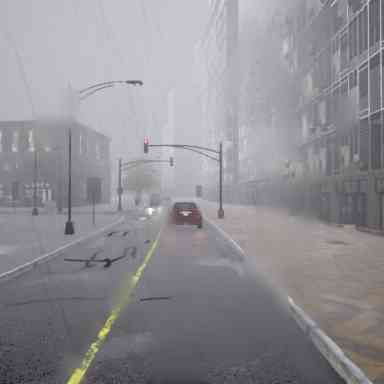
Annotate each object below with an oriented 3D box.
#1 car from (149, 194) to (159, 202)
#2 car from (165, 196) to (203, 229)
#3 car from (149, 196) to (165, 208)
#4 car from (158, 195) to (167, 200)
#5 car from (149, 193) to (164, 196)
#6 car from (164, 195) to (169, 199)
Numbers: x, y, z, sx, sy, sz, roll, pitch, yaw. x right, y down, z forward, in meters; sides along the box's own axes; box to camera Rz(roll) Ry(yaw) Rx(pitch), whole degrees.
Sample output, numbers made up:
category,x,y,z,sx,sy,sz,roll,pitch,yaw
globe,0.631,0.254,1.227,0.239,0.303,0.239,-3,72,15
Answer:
category,x,y,z,sx,sy,sz,roll,pitch,yaw
car,-9.033,1.324,78.537,2.097,1.767,4.553,0,0,-9
car,-0.532,1.356,21.928,2.097,1.767,4.553,0,0,-4
car,-5.236,1.594,48.071,1.895,1.301,4.718,0,0,-6
car,-7.786,1.405,87.671,1.895,1.301,4.718,0,0,-11
car,-6.903,1.208,63.298,2.150,2.045,5.566,0,0,-7
car,-6.062,1.454,77.371,1.882,1.535,5.008,0,0,-9
